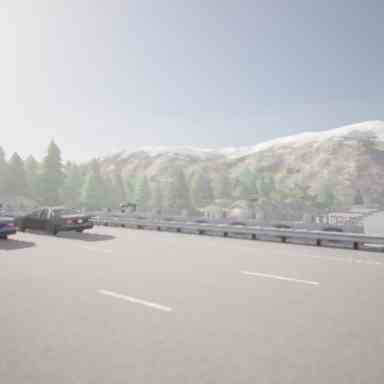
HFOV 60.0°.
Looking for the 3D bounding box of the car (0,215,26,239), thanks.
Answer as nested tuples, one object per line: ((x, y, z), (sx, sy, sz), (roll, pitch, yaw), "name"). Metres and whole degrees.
((-10.356, 1.503, 15.680), (5.357, 1.411, 2.033), (0, 0, 36), "car")

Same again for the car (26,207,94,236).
((-7.615, 1.504, 18.025), (5.357, 1.411, 2.033), (0, 0, 36), "car")
